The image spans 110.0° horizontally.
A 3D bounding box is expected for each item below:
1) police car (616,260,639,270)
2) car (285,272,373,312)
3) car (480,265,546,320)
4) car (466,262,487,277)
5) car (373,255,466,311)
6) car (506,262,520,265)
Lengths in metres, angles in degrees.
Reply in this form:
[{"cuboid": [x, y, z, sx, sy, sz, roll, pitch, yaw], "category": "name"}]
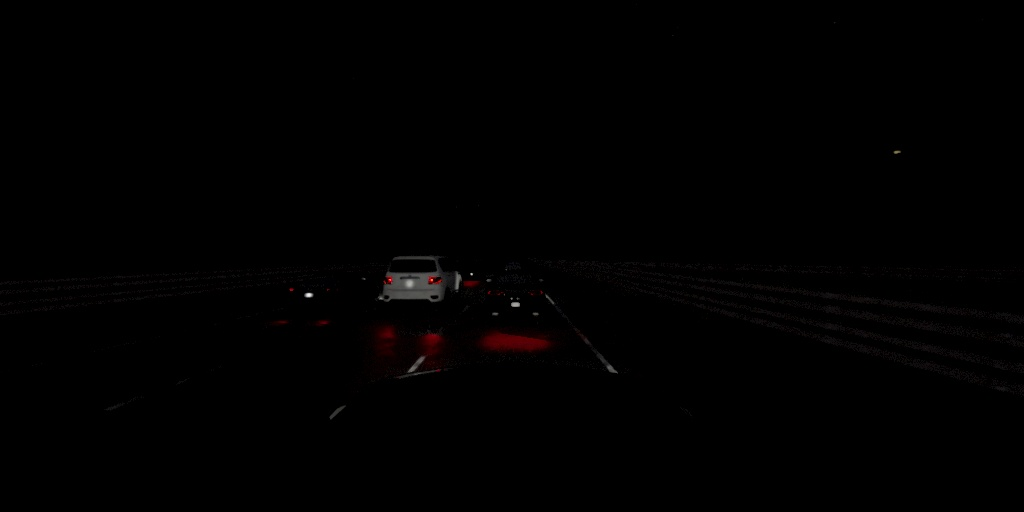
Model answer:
[{"cuboid": [19.539, 1.494, 60.912, 2.038, 1.542, 4.974, 0, 0, -18], "category": "police car"}, {"cuboid": [-6.895, 1.313, 14.181, 1.994, 1.385, 4.181, 0, 0, 0], "category": "car"}, {"cuboid": [0.102, 1.232, 12.678, 1.882, 1.535, 5.008, 0, 0, 0], "category": "car"}, {"cuboid": [-3.401, 1.286, 32.702, 1.837, 1.490, 4.892, 0, 0, 0], "category": "car"}, {"cuboid": [-3.409, 0.978, 14.553, 2.150, 2.045, 5.566, 0, 0, 0], "category": "car"}, {"cuboid": [0.101, 1.308, 33.583, 1.812, 1.442, 4.674, 0, 0, 0], "category": "car"}]
